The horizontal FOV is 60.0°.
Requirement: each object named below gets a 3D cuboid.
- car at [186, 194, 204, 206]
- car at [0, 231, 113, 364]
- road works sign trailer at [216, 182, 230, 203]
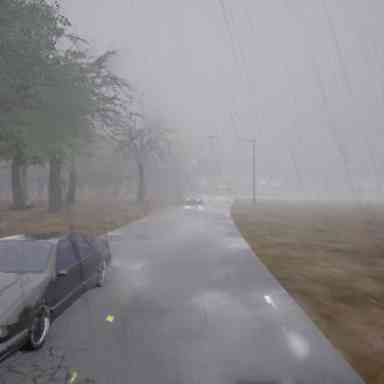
[{"bbox_3d":[0.458,1.047,47.410,2.097,1.767,4.553,0,0,8],"label":"car"},{"bbox_3d":[-2.994,1.520,6.389,2.033,1.411,5.357,0,0,1],"label":"car"},{"bbox_3d":[5.614,0.067,60.351,2.380,3.560,2.880,0,0,7],"label":"road works sign trailer"}]
